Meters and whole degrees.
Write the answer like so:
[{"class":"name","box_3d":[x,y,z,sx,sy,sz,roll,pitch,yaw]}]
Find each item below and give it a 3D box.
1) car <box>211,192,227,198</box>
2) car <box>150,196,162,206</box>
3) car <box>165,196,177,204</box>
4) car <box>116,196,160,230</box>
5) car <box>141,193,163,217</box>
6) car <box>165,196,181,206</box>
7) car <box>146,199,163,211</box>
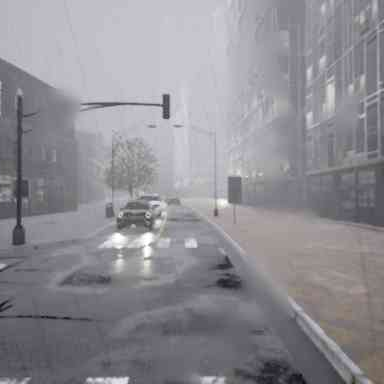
[{"class":"car","box_3d":[7.779,1.014,93.009,5.009,1.841,2.192,0,-1,10]},{"class":"car","box_3d":[-5.715,1.419,52.781,1.812,1.442,4.674,0,1,-5]},{"class":"car","box_3d":[-4.060,1.475,62.611,1.895,1.301,4.718,0,0,-8]},{"class":"car","box_3d":[-3.367,1.312,20.867,2.097,1.767,4.553,0,0,-3]},{"class":"car","box_3d":[-3.875,1.162,30.644,2.150,2.045,5.566,0,0,-3]},{"class":"car","box_3d":[-2.842,1.375,52.241,1.882,1.535,5.008,0,0,-7]},{"class":"car","box_3d":[-4.567,1.520,40.871,1.895,1.301,4.718,0,0,-4]}]
